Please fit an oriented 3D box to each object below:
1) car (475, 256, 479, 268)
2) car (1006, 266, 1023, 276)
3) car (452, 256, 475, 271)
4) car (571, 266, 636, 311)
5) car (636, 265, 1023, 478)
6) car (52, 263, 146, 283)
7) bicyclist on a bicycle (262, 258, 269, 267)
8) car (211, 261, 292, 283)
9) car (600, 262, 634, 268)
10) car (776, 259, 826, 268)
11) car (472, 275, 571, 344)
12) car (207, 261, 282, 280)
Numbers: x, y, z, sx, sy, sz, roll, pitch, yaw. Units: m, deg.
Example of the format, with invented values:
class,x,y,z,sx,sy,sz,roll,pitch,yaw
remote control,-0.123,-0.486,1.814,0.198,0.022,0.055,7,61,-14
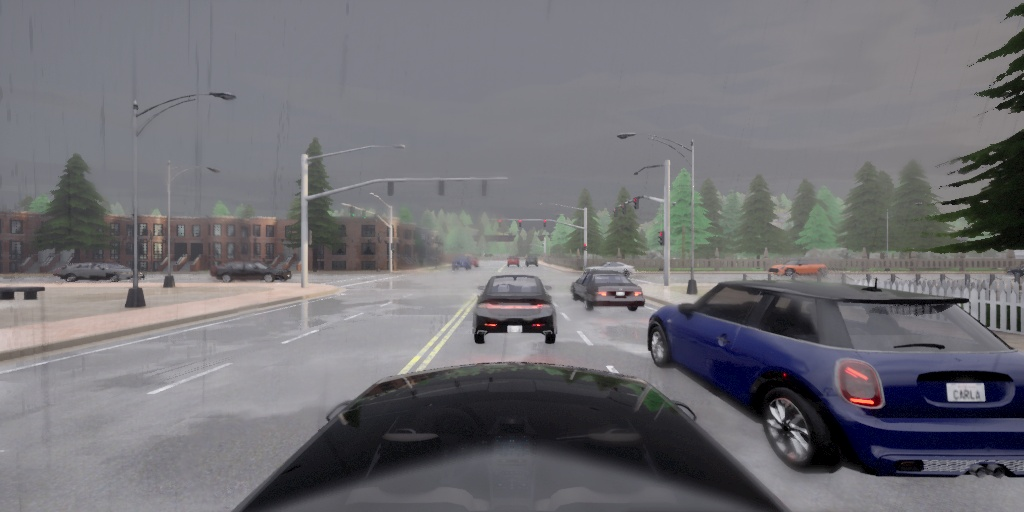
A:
class,x,y,z,sx,sy,sz,roll,pitch,yaw
car,-6.930,0.969,61.483,2.150,2.045,5.566,0,0,0
car,50.361,1.297,33.783,5.357,1.411,2.033,0,0,0
car,-6.966,0.971,50.288,2.150,2.045,5.566,0,0,1
car,3.611,1.297,14.391,2.033,1.411,5.357,0,0,1
car,3.609,1.102,4.973,2.097,1.767,4.553,0,0,0
car,-30.575,1.242,26.890,4.902,1.511,2.128,0,0,-5
bicyclist on a bicycle,-28.730,1.053,41.699,0.582,1.620,1.656,0,0,-1
car,-19.499,1.228,27.245,5.008,1.535,1.882,0,0,-1
car,9.246,1.276,34.001,4.674,1.442,1.812,0,0,1
car,26.952,1.102,33.943,4.553,1.767,2.097,0,0,0
car,0.080,1.242,9.566,2.128,1.511,4.902,0,0,1
car,-22.808,1.228,30.683,5.008,1.535,1.882,0,0,-1
